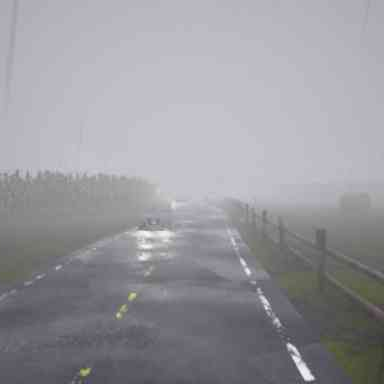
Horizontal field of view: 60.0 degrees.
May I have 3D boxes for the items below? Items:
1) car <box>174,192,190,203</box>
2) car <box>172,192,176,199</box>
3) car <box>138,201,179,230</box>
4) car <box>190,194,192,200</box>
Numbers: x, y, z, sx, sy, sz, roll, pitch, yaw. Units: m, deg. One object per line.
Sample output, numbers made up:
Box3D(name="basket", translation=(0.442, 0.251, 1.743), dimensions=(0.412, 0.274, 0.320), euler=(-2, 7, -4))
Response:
Box3D(name="car", translation=(-1.964, 1.330, 62.476), dimensions=(1.882, 1.535, 5.008), euler=(0, 0, -5))
Box3D(name="car", translation=(-3.891, 0.901, 91.047), dimensions=(2.150, 2.045, 5.566), euler=(0, 0, -14))
Box3D(name="car", translation=(-2.049, 1.507, 20.671), dimensions=(1.994, 1.385, 4.181), euler=(0, 0, 3))
Box3D(name="car", translation=(-1.177, 1.195, 77.810), dimensions=(1.837, 1.490, 4.892), euler=(0, 0, -11))
